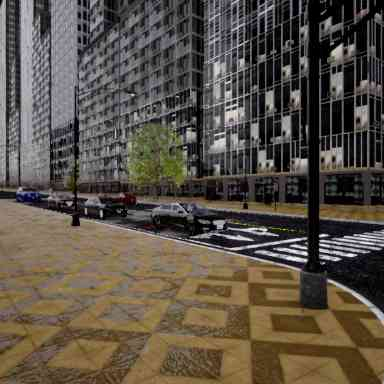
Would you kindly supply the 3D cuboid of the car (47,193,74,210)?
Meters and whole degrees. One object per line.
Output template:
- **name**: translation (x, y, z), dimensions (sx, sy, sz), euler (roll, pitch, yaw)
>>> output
- **car**: translation (-12.888, 0.883, 32.881), dimensions (2.128, 1.511, 4.902), euler (0, 1, -38)

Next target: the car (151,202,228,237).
- **car**: translation (-0.254, 1.257, 16.790), dimensions (2.128, 1.511, 4.902), euler (0, 1, -38)

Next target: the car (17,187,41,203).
- **car**: translation (-21.905, 0.329, 44.546), dimensions (2.150, 2.045, 5.566), euler (0, 1, -38)

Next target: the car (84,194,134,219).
- **car**: translation (-6.467, 1.086, 24.689), dimensions (1.837, 1.490, 4.892), euler (0, 1, -38)

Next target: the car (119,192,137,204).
- **car**: translation (-9.014, 0.787, 44.060), dimensions (1.812, 1.442, 4.674), euler (0, 1, -38)
